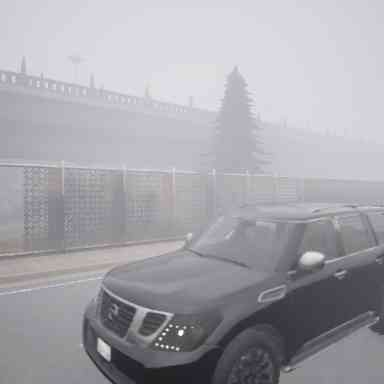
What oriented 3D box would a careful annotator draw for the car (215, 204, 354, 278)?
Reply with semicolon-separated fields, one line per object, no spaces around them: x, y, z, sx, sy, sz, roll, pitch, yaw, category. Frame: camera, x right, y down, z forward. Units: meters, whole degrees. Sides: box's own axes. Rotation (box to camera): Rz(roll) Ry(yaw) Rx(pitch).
3.149;1.352;10.885;4.553;1.767;2.097;0;0;-38;car

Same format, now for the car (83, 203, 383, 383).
1.301;1.220;5.035;5.566;2.045;2.150;0;0;-38;car
